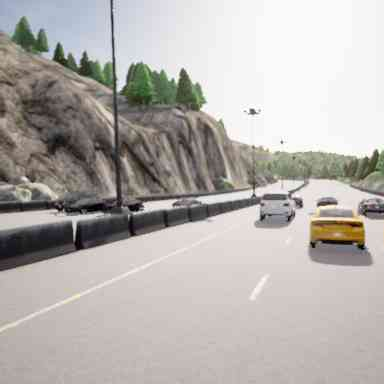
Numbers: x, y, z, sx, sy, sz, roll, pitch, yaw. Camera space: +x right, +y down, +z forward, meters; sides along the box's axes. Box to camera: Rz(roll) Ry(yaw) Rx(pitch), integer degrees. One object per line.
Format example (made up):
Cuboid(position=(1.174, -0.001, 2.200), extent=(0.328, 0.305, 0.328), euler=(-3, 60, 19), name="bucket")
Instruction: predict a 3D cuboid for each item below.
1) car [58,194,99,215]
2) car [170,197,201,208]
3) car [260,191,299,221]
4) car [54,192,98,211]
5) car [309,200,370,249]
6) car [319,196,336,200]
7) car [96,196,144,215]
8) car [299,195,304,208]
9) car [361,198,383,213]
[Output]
Cuboid(position=(-9.906, 1.297, 31.550), extent=(1.882, 1.535, 5.008), euler=(0, 0, 21), name="car")
Cuboid(position=(-0.512, 1.254, 36.353), extent=(2.033, 1.411, 5.357), euler=(0, 0, 21), name="car")
Cuboid(position=(6.485, 0.969, 24.885), extent=(2.150, 2.045, 5.566), euler=(0, 1, 21), name="car")
Cuboid(position=(-12.094, 1.025, 35.579), extent=(2.150, 2.045, 5.566), euler=(0, 0, 21), name="car")
Cuboid(position=(5.985, 1.316, 13.938), extent=(1.882, 1.535, 5.008), euler=(0, 0, 21), name="car")
Cuboid(position=(13.021, 1.139, 32.026), extent=(1.837, 1.490, 4.892), euler=(0, 0, 21), name="car")
Cuboid(position=(-6.354, 1.273, 31.027), extent=(1.882, 1.535, 5.008), euler=(0, 0, 21), name="car")
Cuboid(position=(12.395, 1.064, 40.072), extent=(2.128, 1.511, 4.902), euler=(0, 0, 21), name="car")
Cuboid(position=(15.245, 1.197, 28.089), extent=(2.033, 1.411, 5.357), euler=(0, 0, 21), name="car")
